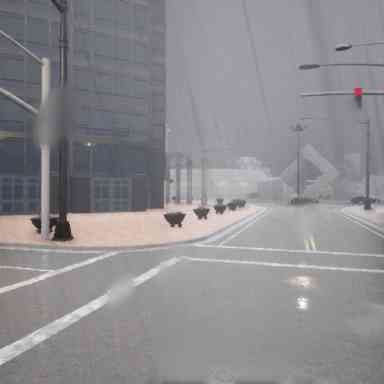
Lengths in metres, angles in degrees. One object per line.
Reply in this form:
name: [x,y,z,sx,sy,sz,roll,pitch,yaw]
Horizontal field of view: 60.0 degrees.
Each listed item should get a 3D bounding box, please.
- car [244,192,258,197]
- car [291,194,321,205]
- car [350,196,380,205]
car: [17.236,0.937,93.165,5.566,2.045,2.150,0,0,-25]
car: [18.100,1.430,53.458,4.181,1.385,1.994,0,0,21]
car: [29.076,1.416,55.852,4.892,1.490,1.837,0,2,-9]
